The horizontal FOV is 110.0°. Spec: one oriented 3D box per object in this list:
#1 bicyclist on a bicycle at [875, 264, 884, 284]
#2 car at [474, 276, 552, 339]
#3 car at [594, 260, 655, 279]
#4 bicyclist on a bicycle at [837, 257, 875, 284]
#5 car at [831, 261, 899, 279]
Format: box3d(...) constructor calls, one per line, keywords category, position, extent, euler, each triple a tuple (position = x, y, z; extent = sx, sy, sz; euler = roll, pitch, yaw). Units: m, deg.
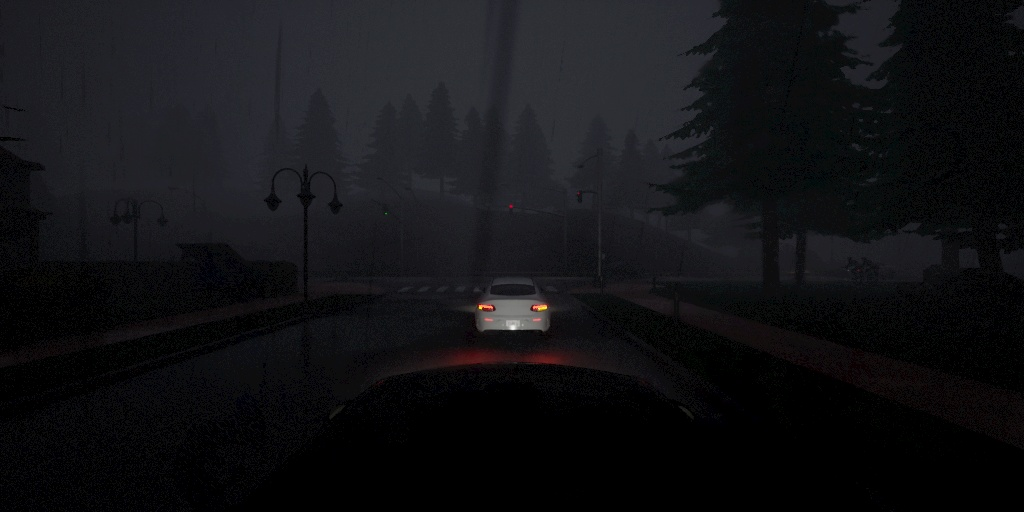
box3d(category="bicyclist on a bicycle", position=(21.777, 0.892, 21.987), extent=(0.582, 1.620, 1.656), euler=(0, 0, -14))
box3d(category="car", position=(0.021, 1.276, 9.964), extent=(1.812, 1.442, 4.674), euler=(0, 0, 0))
box3d(category="car", position=(9.308, 1.079, 29.867), extent=(4.902, 1.511, 2.128), euler=(0, 0, 0))
box3d(category="bicyclist on a bicycle", position=(21.130, 0.891, 22.247), extent=(0.582, 1.620, 1.656), euler=(0, 0, -16))
box3d(category="car", position=(29.407, 1.113, 29.925), extent=(4.674, 1.442, 1.812), euler=(0, 0, 0))
